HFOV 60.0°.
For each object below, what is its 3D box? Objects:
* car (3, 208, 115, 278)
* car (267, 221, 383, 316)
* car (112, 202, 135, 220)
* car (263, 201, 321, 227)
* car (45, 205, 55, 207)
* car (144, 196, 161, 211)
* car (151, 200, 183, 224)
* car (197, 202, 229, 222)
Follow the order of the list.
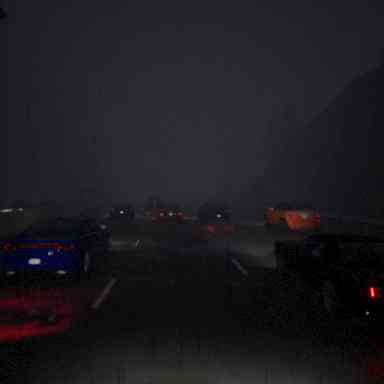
[{"bbox_3d":[-3.838,1.479,10.271,1.882,1.535,5.008,0,0,-3],"label":"car"},{"bbox_3d":[3.337,1.593,7.472,1.895,1.301,4.718,0,0,-3],"label":"car"},{"bbox_3d":[-5.862,1.562,28.277,1.994,1.385,4.181,0,0,-9],"label":"car"},{"bbox_3d":[5.851,1.336,19.980,2.097,1.767,4.553,0,0,-6],"label":"car"},{"bbox_3d":[-20.475,1.612,47.478,1.895,1.301,4.718,0,0,-12],"label":"car"},{"bbox_3d":[-4.833,1.342,41.756,2.097,1.767,4.553,0,0,-11],"label":"car"},{"bbox_3d":[-1.757,1.541,24.788,2.033,1.411,5.357,0,0,-8],"label":"car"},{"bbox_3d":[1.585,1.514,25.934,1.812,1.442,4.674,0,0,-8],"label":"car"}]
